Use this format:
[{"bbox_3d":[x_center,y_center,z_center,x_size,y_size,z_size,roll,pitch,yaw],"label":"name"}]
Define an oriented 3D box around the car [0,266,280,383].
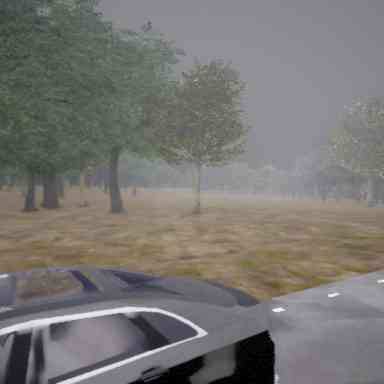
[{"bbox_3d":[-1.512,1.435,2.340,4.902,1.511,2.128,-1,2,-35],"label":"car"}]
